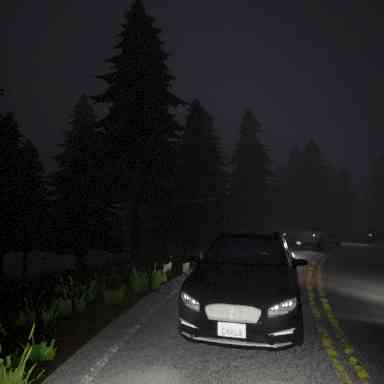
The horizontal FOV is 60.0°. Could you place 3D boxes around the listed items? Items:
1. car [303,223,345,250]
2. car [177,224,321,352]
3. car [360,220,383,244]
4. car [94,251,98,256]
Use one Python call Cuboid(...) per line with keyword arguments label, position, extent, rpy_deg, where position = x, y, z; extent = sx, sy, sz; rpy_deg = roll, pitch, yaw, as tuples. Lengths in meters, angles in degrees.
Cuboid(label="car", position=(6.537, 2.311, 17.750), extent=(1.895, 1.301, 4.718), rpy_deg=(-3, -6, 39))
Cuboid(label="car", position=(1.138, 1.562, 6.627), extent=(2.128, 1.511, 4.902), rpy_deg=(-1, -2, 15))
Cuboid(label="car", position=(15.915, 3.230, 26.489), extent=(5.566, 2.045, 2.150), rpy_deg=(8, -8, -28))
Cuboid(label="car", position=(-20.221, 13.650, 73.008), extent=(4.181, 1.381, 1.994), rpy_deg=(-2, -5, 31))
